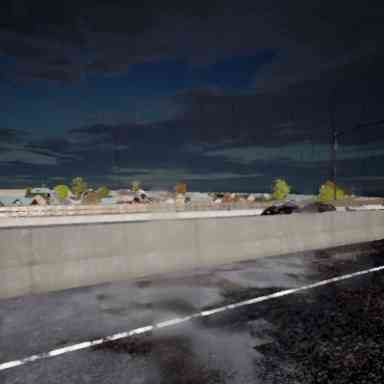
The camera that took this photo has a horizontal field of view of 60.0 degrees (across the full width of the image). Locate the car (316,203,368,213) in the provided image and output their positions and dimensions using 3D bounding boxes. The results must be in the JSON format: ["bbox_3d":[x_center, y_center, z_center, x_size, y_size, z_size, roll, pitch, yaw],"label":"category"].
[{"bbox_3d":[11.835,1.719,25.102,4.718,1.301,1.895,0,0,-35],"label":"car"}]

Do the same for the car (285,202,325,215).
[{"bbox_3d":[10.497,1.627,28.427,4.892,1.490,1.837,0,0,-35],"label":"car"}]

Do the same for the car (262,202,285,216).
[{"bbox_3d":[8.593,1.686,31.365,4.181,1.385,1.994,0,0,-35],"label":"car"}]
